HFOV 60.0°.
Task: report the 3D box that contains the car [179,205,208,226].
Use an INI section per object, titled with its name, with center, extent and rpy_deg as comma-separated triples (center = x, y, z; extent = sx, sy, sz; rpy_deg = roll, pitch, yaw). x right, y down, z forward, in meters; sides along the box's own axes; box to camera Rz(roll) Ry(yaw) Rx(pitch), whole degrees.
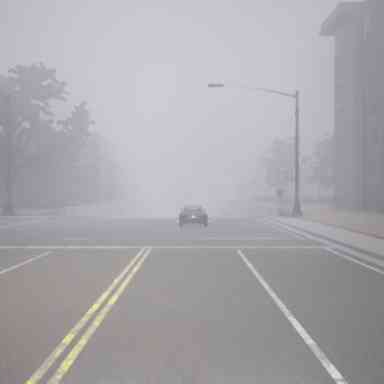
[car]
center = 0.092, 1.649, 24.213
extent = 1.994, 1.385, 4.181
rpy_deg = 0, -1, 0
